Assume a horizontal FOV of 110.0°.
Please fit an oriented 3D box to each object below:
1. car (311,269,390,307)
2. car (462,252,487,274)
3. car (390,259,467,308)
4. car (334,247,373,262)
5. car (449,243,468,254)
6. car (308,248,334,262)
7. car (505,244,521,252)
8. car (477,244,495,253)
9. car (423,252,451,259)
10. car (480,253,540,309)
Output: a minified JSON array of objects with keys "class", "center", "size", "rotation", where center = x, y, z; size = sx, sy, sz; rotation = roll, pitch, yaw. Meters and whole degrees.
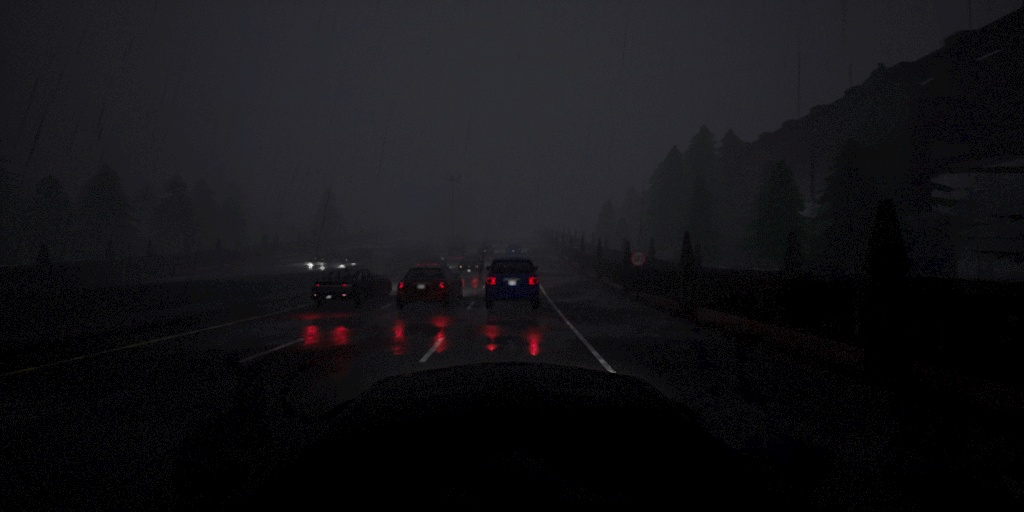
[{"class":"car","center":[-6.985,1.314,16.115],"size":[2.128,1.511,4.902],"rotation":[0,1,0]},{"class":"car","center":[-3.420,0.716,30.869],"size":[1.895,1.301,4.718],"rotation":[0,5,0]},{"class":"car","center":[-3.487,1.171,15.904],"size":[2.097,1.767,4.553],"rotation":[0,1,0]},{"class":"car","center":[-17.369,-0.233,40.274],"size":[2.033,1.411,5.357],"rotation":[0,6,1]},{"class":"car","center":[-6.829,-0.964,45.845],"size":[1.882,1.535,5.008],"rotation":[0,7,0]},{"class":"car","center":[-20.874,-0.184,40.079],"size":[1.994,1.385,4.181],"rotation":[0,6,1]},{"class":"car","center":[0.171,-0.887,45.811],"size":[1.994,1.385,4.181],"rotation":[0,7,0]},{"class":"car","center":[-3.329,-0.883,45.834],"size":[1.994,1.385,4.181],"rotation":[0,7,0]},{"class":"car","center":[-6.917,0.671,31.057],"size":[1.994,1.385,4.181],"rotation":[0,5,1]},{"class":"car","center":[0.012,1.034,15.819],"size":[2.150,2.045,5.566],"rotation":[0,1,0]}]
